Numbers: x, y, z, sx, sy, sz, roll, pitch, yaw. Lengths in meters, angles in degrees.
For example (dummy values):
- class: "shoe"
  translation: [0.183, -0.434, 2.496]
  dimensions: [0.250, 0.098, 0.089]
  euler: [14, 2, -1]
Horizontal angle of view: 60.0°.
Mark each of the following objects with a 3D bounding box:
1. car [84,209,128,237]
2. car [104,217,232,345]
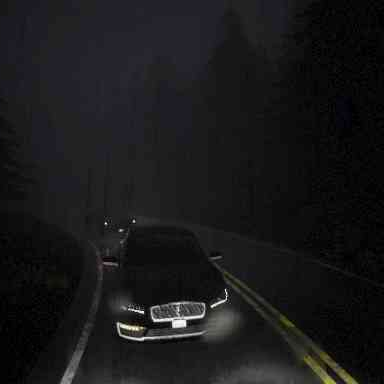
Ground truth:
- class: "car"
  translation: [-4.631, 1.620, 18.534]
  dimensions: [1.895, 1.301, 4.718]
  euler: [-3, 1, -29]
- class: "car"
  translation: [-0.644, 1.498, 6.795]
  dimensions: [1.837, 1.490, 4.892]
  euler: [-1, 0, -11]
